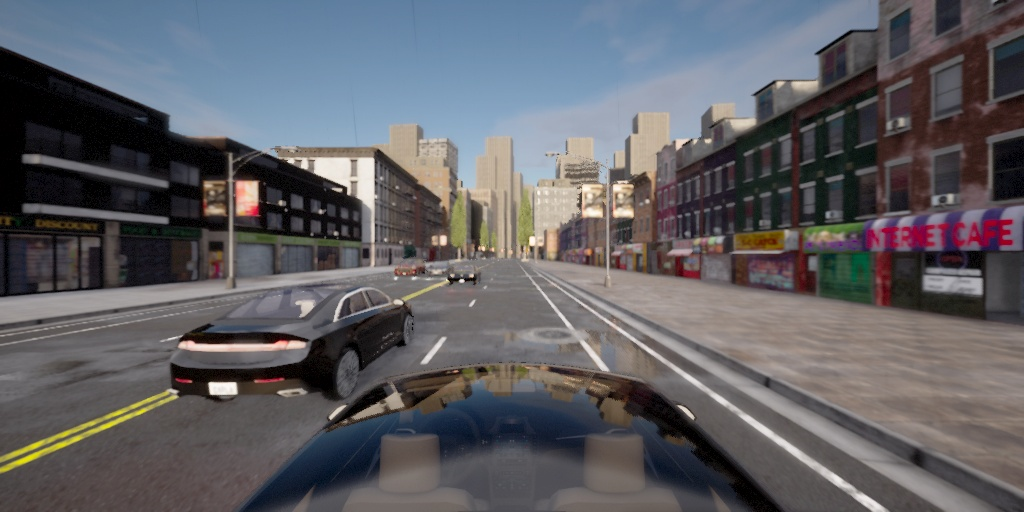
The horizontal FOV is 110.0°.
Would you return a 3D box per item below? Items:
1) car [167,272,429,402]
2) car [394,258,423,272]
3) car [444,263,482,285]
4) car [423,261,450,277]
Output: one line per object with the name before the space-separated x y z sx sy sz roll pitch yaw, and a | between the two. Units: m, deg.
car | -3.156 1.227 6.341 2.128 1.511 4.902 0 0 0
car | -9.799 1.010 34.837 2.097 1.767 4.553 0 0 0
car | -3.175 1.282 24.924 1.895 1.301 4.718 0 0 0
car | -6.558 1.186 33.409 1.812 1.442 4.674 0 0 0
